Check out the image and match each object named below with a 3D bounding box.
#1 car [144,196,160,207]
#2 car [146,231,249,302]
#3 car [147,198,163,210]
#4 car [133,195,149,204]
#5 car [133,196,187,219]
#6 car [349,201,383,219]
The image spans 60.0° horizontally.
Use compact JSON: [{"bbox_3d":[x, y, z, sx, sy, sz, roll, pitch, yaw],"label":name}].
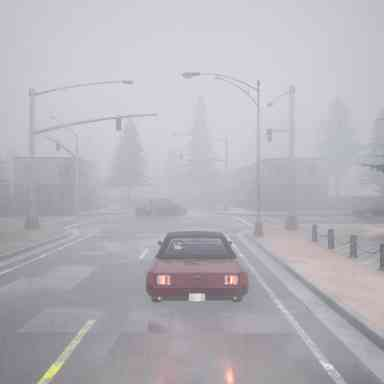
[{"bbox_3d":[-6.319,1.470,52.153,1.837,1.490,4.892,0,0,-15],"label":"car"},{"bbox_3d":[0.075,1.601,8.187,1.895,1.301,4.718,0,0,-1],"label":"car"},{"bbox_3d":[-4.818,1.530,43.404,1.994,1.385,4.181,0,0,-6],"label":"car"},{"bbox_3d":[-9.568,1.443,61.890,1.882,1.535,5.008,0,0,-23],"label":"car"},{"bbox_3d":[-2.623,1.330,28.700,4.553,1.767,2.097,0,0,-42],"label":"car"},{"bbox_3d":[15.775,1.476,27.844,4.902,1.511,2.128,0,0,2],"label":"car"}]
